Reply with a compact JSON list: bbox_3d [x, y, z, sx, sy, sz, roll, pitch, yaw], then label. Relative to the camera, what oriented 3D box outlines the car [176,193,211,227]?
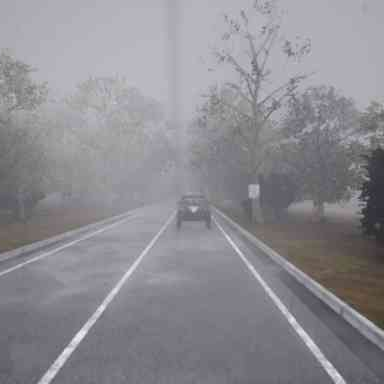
[{"bbox_3d":[0.107,1.185,22.702,2.150,2.045,5.566,0,0,0],"label":"car"}]

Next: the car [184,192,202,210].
[{"bbox_3d":[0.111,1.103,41.951,2.150,2.045,5.566,0,0,0],"label":"car"}]
